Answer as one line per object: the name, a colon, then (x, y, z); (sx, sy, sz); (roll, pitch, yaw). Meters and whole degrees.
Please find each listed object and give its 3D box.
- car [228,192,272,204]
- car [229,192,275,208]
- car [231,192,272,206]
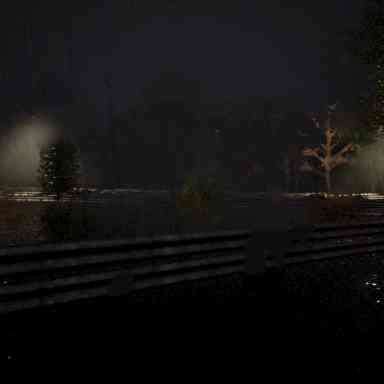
car: (7.370, 0.745, 42.717); (5.357, 1.411, 2.033); (1, 2, 7)
car: (6.593, 0.978, 35.765); (4.718, 1.301, 1.895); (1, 2, 7)
car: (6.970, 0.815, 39.239); (4.674, 1.442, 1.812); (1, 2, 7)
